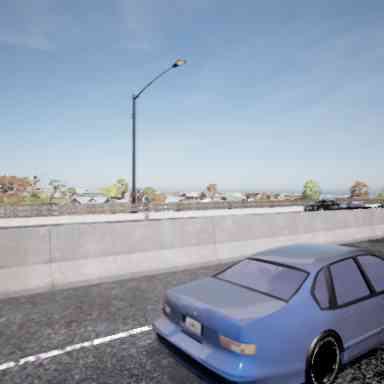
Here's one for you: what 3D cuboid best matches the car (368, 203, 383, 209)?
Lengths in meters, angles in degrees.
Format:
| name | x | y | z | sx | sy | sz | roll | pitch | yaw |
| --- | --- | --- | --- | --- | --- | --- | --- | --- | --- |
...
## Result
| name | x | y | z | sx | sy | sz | roll | pitch | yaw |
| --- | --- | --- | --- | --- | --- | --- | --- | --- | --- |
| car | 17.913 | 1.354 | 29.187 | 4.553 | 1.767 | 2.097 | 0 | 0 | -34 |

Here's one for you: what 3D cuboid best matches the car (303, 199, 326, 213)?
| name | x | y | z | sx | sy | sz | roll | pitch | yaw |
| --- | --- | --- | --- | --- | --- | --- | --- | --- | --- |
| car | 13.723 | 1.510 | 34.804 | 4.892 | 1.490 | 1.837 | 1 | 0 | -34 |

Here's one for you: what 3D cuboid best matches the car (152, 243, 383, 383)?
| name | x | y | z | sx | sy | sz | roll | pitch | yaw |
| --- | --- | --- | --- | --- | --- | --- | --- | --- | --- |
| car | 2.063 | 1.546 | 5.202 | 5.357 | 1.411 | 2.033 | 0 | 0 | -35 |

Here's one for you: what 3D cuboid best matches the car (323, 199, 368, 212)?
| name | x | y | z | sx | sy | sz | roll | pitch | yaw |
| --- | --- | --- | --- | --- | --- | --- | --- | --- | --- |
| car | 14.902 | 1.603 | 31.378 | 4.718 | 1.301 | 1.895 | 0 | 0 | -34 |
